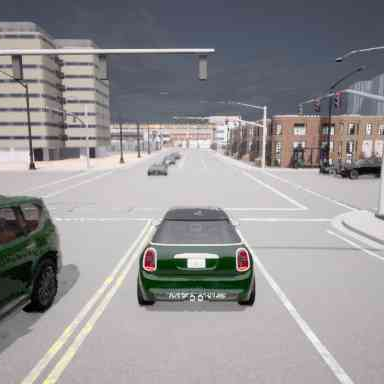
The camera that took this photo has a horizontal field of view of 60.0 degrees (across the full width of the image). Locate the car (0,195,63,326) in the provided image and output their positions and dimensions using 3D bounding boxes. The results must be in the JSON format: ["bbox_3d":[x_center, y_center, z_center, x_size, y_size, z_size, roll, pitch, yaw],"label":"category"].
[{"bbox_3d":[-3.594,1.134,4.281,2.150,2.045,5.566,0,2,0],"label":"car"}]

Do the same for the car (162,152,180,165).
[{"bbox_3d":[-3.527,-5.017,52.135,2.128,1.511,4.902,0,8,0],"label":"car"}]

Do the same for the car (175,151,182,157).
[{"bbox_3d":[-3.413,-7.485,68.539,1.882,1.535,5.008,0,9,0],"label":"car"}]

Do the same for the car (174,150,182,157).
[{"bbox_3d":[-3.396,-9.408,81.659,1.812,1.442,4.674,0,9,0],"label":"car"}]

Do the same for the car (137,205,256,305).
[{"bbox_3d":[0.085,1.072,7.698,2.097,1.767,4.553,0,4,0],"label":"car"}]

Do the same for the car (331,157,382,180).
[{"bbox_3d":[17.065,-2.326,32.293,5.566,2.045,2.150,0,9,1],"label":"car"}]

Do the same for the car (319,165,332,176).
[{"bbox_3d":[15.982,-2.506,35.814,4.181,1.385,1.994,0,9,0],"label":"car"}]

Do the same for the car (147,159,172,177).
[{"bbox_3d":[-3.555,-2.409,35.189,1.994,1.385,4.181,0,9,0],"label":"car"}]
